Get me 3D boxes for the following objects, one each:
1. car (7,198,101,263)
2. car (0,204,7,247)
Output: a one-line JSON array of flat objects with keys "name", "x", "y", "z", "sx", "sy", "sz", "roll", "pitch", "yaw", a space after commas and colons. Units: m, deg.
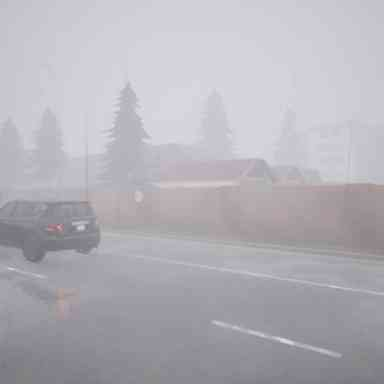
[{"name": "car", "x": -5.754, "y": 1.242, "z": 12.302, "sx": 5.566, "sy": 2.045, "sz": 2.150, "roll": 0, "pitch": 0, "yaw": 36}, {"name": "car", "x": -7.778, "y": 1.242, "z": 9.447, "sx": 5.566, "sy": 2.045, "sz": 2.150, "roll": 0, "pitch": 0, "yaw": 36}]
